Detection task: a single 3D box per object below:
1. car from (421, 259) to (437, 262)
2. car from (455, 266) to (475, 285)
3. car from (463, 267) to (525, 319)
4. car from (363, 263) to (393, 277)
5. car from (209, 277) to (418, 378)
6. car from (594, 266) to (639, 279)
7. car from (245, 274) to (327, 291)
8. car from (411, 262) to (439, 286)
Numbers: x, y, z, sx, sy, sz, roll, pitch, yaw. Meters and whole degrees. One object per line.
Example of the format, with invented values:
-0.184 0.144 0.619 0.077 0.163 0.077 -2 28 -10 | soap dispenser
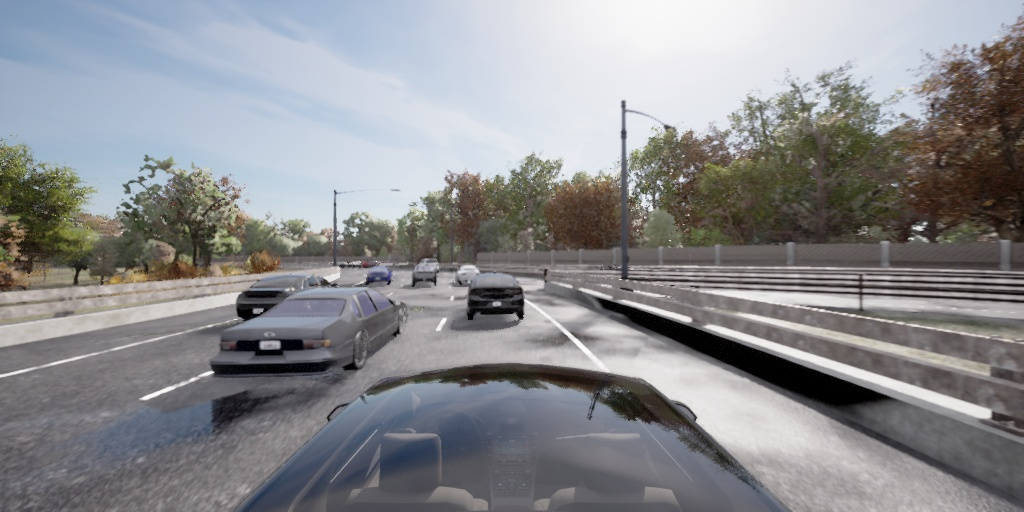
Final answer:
-12.449 1.457 52.933 2.150 2.045 5.566 0 -1 -27 | car
-3.660 1.542 29.712 1.812 1.442 4.674 0 -1 -14 | car
-0.674 1.335 13.432 1.882 1.535 5.008 0 -1 -5 | car
-10.835 1.576 29.519 1.812 1.442 4.674 0 -1 -15 | car
-3.682 1.369 7.739 2.033 1.411 5.357 0 -1 -4 | car
6.624 1.507 25.729 1.837 1.490 4.892 0 -2 -43 | car
-7.639 1.392 12.918 1.837 1.490 4.892 0 -1 -5 | car
-6.968 1.513 28.574 2.128 1.511 4.902 0 0 -14 | car
